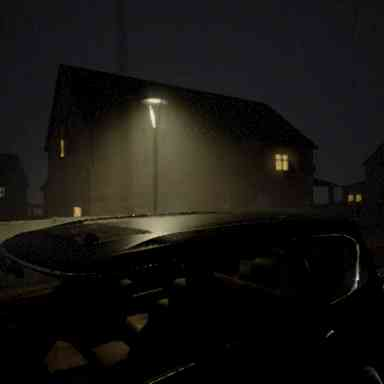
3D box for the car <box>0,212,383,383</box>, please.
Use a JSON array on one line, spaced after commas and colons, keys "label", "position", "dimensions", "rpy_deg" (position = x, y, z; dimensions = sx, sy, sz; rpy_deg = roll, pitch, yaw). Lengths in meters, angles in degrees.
[{"label": "car", "position": [-0.560, 1.237, 2.422], "dimensions": [5.566, 2.045, 2.150], "rpy_deg": [0, 0, -38]}]
